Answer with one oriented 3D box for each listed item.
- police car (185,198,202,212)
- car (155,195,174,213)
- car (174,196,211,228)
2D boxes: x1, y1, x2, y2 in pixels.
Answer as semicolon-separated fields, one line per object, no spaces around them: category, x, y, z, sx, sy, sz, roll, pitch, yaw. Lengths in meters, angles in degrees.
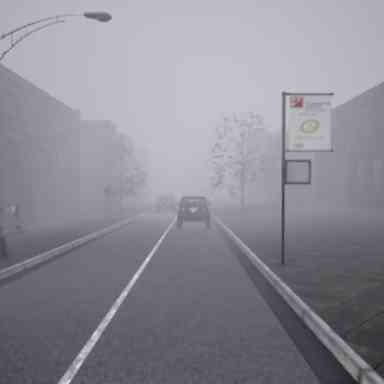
police car;0.201;1.549;41.523;1.930;1.638;5.238;0;0;0
car;-2.998;1.342;39.332;2.150;2.045;5.566;0;-1;0
car;0.149;1.288;23.111;2.150;2.045;5.566;0;-1;1
